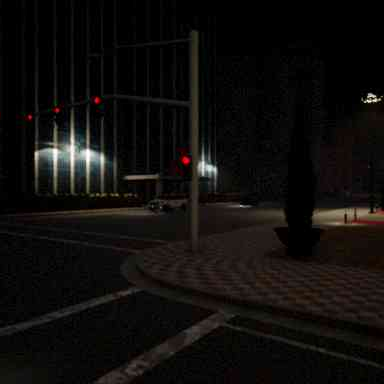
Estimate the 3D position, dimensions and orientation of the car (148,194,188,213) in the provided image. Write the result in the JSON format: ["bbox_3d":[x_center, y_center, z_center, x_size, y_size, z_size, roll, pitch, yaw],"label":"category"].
[{"bbox_3d":[-2.706,1.242,38.652,2.150,2.045,5.566,0,0,35],"label":"car"}]

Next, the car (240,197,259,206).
[{"bbox_3d":[9.810,1.587,56.312,1.994,1.385,4.181,0,0,35],"label":"car"}]
